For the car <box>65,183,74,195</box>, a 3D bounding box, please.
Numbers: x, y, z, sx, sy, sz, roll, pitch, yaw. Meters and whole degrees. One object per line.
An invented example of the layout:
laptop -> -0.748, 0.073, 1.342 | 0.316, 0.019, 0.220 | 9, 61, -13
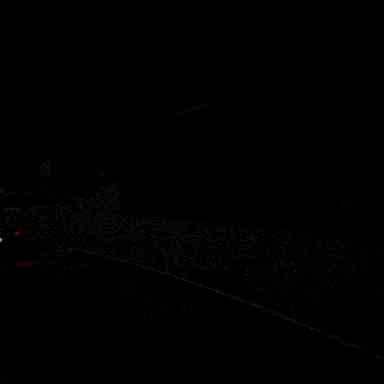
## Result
car -> -21.683, -0.076, 51.159 | 5.566, 2.045, 2.435 | -2, 4, -27

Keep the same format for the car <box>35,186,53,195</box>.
car -> -28.474, -0.356, 64.277 | 1.994, 1.385, 4.181 | -2, 3, -8

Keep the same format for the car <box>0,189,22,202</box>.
car -> -26.076, 0.467, 47.310 | 1.882, 1.535, 5.008 | -2, 3, -8

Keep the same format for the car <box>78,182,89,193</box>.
car -> -23.266, -0.712, 63.251 | 5.566, 2.045, 2.435 | -2, 3, -27

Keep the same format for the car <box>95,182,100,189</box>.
car -> -25.704, -1.384, 81.357 | 4.792, 1.488, 2.163 | -2, 3, -28

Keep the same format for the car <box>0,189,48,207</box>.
car -> -20.040, 0.810, 39.135 | 4.892, 1.521, 2.231 | -2, 3, -27

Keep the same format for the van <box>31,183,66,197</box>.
van -> -21.151, 0.104, 48.221 | 4.442, 1.987, 1.878 | -2, 3, -27

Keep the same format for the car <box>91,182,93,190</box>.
car -> -24.539, -1.061, 72.273 | 4.553, 1.767, 2.185 | -2, 3, -27

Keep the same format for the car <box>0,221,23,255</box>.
car -> -8.019, 1.560, 12.110 | 4.181, 1.385, 1.994 | 0, -1, 35

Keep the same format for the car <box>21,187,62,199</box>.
car -> -21.009, 0.494, 45.074 | 5.366, 1.575, 1.946 | -2, 4, -27

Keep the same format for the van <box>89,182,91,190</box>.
van -> -24.002, -1.007, 69.322 | 4.442, 1.987, 1.878 | -2, 3, -27

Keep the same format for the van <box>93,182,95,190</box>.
van -> -25.018, -1.317, 75.234 | 4.442, 1.987, 1.878 | -2, 4, -27

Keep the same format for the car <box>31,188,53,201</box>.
car -> -20.436, 0.690, 42.150 | 4.674, 1.452, 2.002 | -2, 4, -27

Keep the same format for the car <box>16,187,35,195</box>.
car -> -31.639, -0.249, 63.434 | 1.994, 1.385, 4.181 | -2, 3, -8

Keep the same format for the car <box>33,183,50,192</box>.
car -> -32.936, -1.108, 72.973 | 2.097, 1.767, 4.553 | -2, 3, -8

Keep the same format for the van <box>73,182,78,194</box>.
van -> -22.576, -0.365, 57.149 | 4.442, 1.987, 1.878 | -2, 4, -27
